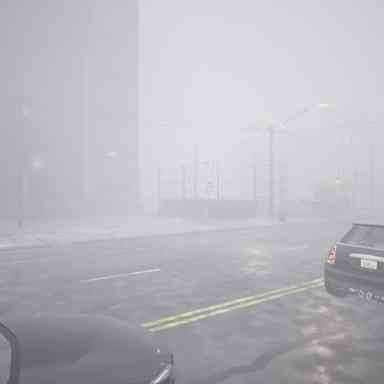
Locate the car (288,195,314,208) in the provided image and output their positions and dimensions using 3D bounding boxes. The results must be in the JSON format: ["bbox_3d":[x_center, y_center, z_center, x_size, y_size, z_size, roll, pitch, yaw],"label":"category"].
[{"bbox_3d":[14.988,1.254,45.871,4.553,1.767,2.185,0,0,-36],"label":"car"}]

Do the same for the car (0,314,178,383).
[{"bbox_3d":[-2.258,1.526,2.149,4.674,1.442,1.812,0,0,-35],"label":"car"}]

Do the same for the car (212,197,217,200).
[{"bbox_3d":[4.259,1.575,60.449,4.718,1.301,1.895,0,0,-36],"label":"car"}]

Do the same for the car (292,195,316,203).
[{"bbox_3d":[21.907,1.420,64.929,4.674,1.452,2.002,0,0,-36],"label":"car"}]

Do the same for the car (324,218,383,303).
[{"bbox_3d":[5.001,1.352,7.357,4.553,1.767,2.097,0,0,-35],"label":"car"}]

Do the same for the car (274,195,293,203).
[{"bbox_3d":[19.002,1.452,68.932,3.806,1.475,1.970,0,0,-36],"label":"car"}]
